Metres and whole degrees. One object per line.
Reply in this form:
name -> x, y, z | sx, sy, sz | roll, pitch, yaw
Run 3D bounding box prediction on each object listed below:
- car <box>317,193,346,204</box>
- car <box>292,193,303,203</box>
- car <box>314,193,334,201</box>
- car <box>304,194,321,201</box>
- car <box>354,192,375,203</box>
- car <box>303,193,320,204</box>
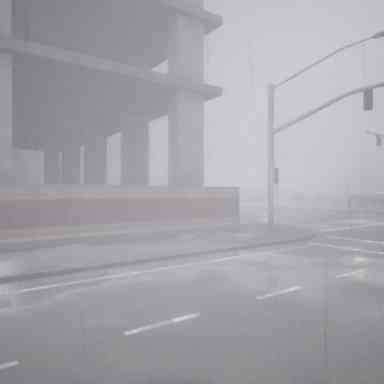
car -> 23.630, 1.325, 56.369 | 3.806, 1.475, 1.970 | 0, 0, -35
car -> 20.367, 1.083, 60.894 | 4.605, 1.855, 1.932 | 0, 0, -35
car -> 29.455, 1.063, 74.124 | 4.605, 1.855, 1.932 | 0, 0, -35
car -> 27.835, 1.273, 76.526 | 3.905, 1.438, 1.784 | 0, 0, -35
car -> 43.745, 1.042, 84.261 | 3.866, 1.878, 1.905 | 0, 0, -35
car -> 21.958, 1.294, 58.732 | 3.905, 1.438, 1.784 | 0, 0, -35
